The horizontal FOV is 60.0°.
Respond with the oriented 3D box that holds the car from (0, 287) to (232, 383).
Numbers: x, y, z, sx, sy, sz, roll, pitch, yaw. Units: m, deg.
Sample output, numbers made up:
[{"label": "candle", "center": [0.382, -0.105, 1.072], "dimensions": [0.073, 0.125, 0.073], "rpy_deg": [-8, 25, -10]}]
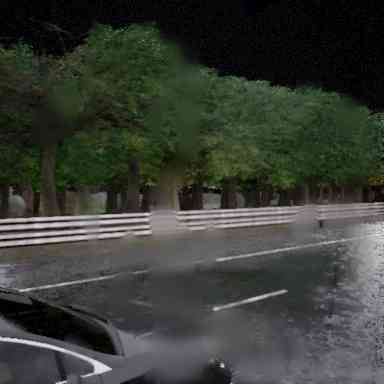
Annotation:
[{"label": "car", "center": [-1.871, 1.505, 2.410], "dimensions": [4.892, 1.490, 1.837], "rpy_deg": [0, 0, -36]}]
